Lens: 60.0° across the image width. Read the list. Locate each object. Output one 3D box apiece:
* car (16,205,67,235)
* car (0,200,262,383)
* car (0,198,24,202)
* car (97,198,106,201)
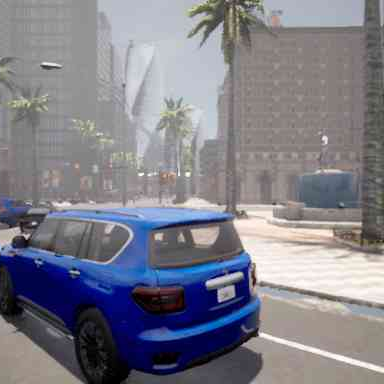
[{"bbox_3d":[-9.537,1.674,21.535,1.882,1.535,5.008,0,0,-11],"label":"car"},{"bbox_3d":[-1.505,1.271,5.691,5.566,2.045,2.150,-1,0,45],"label":"car"},{"bbox_3d":[-13.290,1.449,24.151,2.150,2.045,5.566,0,0,-5],"label":"car"},{"bbox_3d":[-23.623,2.248,86.019,2.161,1.482,4.786,0,0,0],"label":"car"}]
